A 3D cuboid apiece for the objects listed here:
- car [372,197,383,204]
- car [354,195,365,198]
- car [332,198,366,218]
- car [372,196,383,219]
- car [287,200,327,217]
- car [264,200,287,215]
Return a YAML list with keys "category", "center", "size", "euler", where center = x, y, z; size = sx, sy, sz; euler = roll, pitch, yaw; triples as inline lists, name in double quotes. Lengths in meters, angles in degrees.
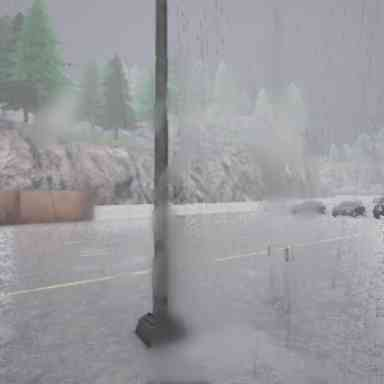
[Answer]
- category: "car"
  center: [36.780, 1.618, 65.551]
  size: [1.994, 1.385, 4.181]
  euler: [0, 0, 32]
- category: "car"
  center: [34.588, 1.432, 68.754]
  size: [1.812, 1.442, 4.674]
  euler: [0, 0, 30]
- category: "car"
  center: [14.607, 1.587, 30.820]
  size: [1.837, 1.490, 4.892]
  euler: [0, 0, 44]
- category: "car"
  center: [17.519, 1.298, 28.780]
  size: [2.150, 2.045, 5.566]
  euler: [0, 0, 44]
- category: "car"
  center: [11.698, 1.593, 32.839]
  size: [1.837, 1.490, 4.892]
  euler: [0, 0, 44]
- category: "car"
  center: [9.566, 1.622, 35.667]
  size: [1.812, 1.442, 4.674]
  euler: [0, 0, 44]
